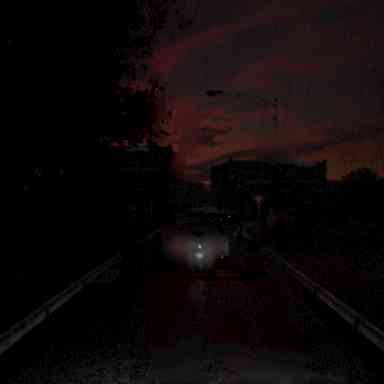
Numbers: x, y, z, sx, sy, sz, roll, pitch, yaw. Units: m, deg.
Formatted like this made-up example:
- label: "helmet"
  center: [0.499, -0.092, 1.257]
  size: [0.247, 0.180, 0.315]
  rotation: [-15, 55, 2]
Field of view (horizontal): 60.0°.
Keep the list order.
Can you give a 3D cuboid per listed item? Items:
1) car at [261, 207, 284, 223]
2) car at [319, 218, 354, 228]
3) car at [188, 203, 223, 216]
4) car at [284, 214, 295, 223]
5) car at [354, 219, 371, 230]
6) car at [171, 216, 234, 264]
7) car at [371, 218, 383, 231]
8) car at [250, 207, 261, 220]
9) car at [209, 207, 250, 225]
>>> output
- label: "car"
  center: [10.335, 3.297, 49.897]
  size: [2.435, 2.045, 5.566]
  rotation: [7, -4, -31]
- label: "car"
  center: [22.119, 4.749, 52.083]
  size: [2.002, 1.452, 4.674]
  rotation: [7, -4, -30]
- label: "car"
  center: [1.502, 2.581, 48.168]
  size: [2.435, 2.045, 5.566]
  rotation: [1, -3, -31]
- label: "car"
  center: [13.162, 3.837, 50.622]
  size: [1.946, 1.575, 5.366]
  rotation: [7, -4, -31]
- label: "car"
  center: [25.085, 5.041, 52.624]
  size: [2.002, 1.452, 4.674]
  rotation: [7, -4, -30]
- label: "car"
  center: [0.316, 1.791, 12.590]
  size: [1.895, 1.301, 4.718]
  rotation: [0, -2, 1]
- label: "car"
  center: [27.960, 5.290, 53.306]
  size: [1.946, 1.575, 5.366]
  rotation: [7, -4, -30]
- label: "car"
  center: [7.344, 3.128, 49.310]
  size: [2.185, 1.767, 4.553]
  rotation: [6, -4, -31]
- label: "car"
  center: [3.640, 2.360, 31.419]
  size: [1.812, 1.442, 4.674]
  rotation: [0, -2, 28]
